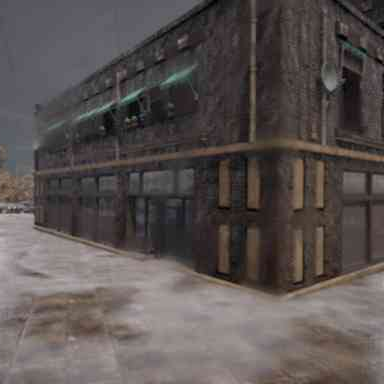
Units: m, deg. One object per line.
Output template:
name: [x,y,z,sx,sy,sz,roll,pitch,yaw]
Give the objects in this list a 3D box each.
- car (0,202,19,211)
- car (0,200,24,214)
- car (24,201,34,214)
car: [-35.005,2.735,61.840,5.366,1.575,1.946,0,-2,21]
car: [-26.755,2.279,47.035,4.553,1.767,2.185,0,-2,21]
car: [-25.782,2.555,49.638,4.792,1.488,2.163,0,-2,21]
